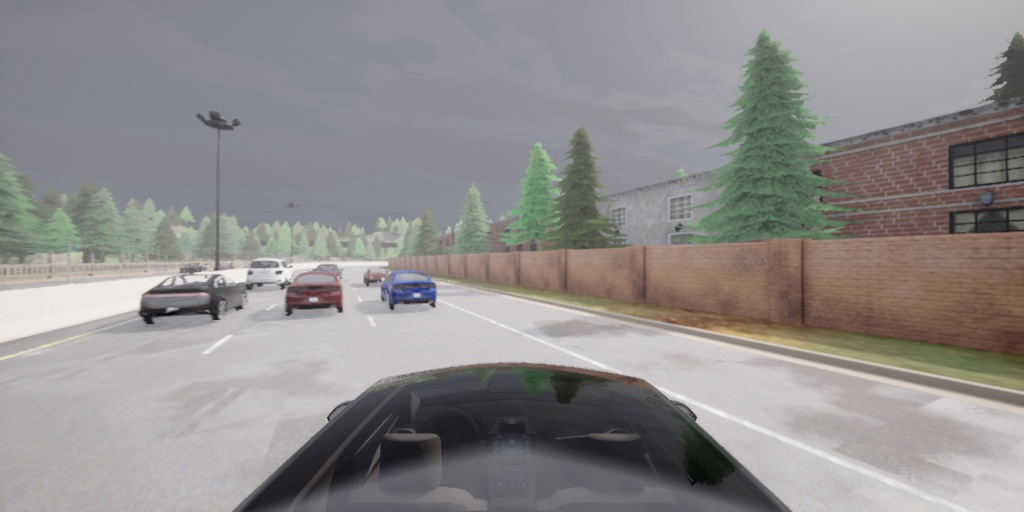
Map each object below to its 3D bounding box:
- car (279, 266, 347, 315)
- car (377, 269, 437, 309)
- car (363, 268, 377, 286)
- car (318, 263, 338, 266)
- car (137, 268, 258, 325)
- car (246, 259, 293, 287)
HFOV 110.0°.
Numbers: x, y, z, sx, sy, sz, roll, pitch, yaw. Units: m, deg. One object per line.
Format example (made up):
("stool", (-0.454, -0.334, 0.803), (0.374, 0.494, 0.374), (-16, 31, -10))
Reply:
("car", (-7.897, 1.367, 14.620), (1.882, 1.535, 5.008), (0, 0, -25))
("car", (-4.742, 1.387, 16.135), (1.882, 1.535, 5.008), (0, 0, -25))
("car", (-10.813, 1.648, 28.743), (1.895, 1.301, 4.718), (0, -1, -25))
("car", (-14.040, 1.380, 27.389), (2.097, 1.767, 4.553), (0, -1, -25))
("car", (-10.731, 1.355, 12.423), (2.128, 1.511, 4.902), (0, -1, -25))
("car", (-16.827, 1.225, 25.086), (2.150, 2.045, 5.566), (0, 0, -25))
